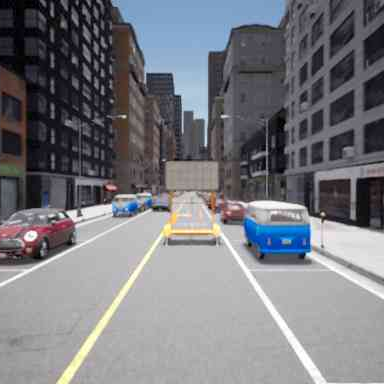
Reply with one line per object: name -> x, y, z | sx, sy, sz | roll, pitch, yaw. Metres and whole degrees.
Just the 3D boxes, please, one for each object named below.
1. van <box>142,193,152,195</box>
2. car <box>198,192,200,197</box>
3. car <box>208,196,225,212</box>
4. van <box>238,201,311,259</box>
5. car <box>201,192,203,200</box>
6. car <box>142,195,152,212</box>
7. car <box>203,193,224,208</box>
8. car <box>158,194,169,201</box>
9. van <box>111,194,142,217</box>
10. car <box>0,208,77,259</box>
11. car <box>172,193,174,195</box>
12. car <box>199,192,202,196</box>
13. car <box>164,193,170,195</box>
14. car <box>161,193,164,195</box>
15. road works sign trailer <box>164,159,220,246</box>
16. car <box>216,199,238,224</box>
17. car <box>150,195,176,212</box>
van -> -5.665, 1.055, 39.390 | 1.690, 1.788, 3.998 | 0, 0, 0
car -> 2.864, 1.052, 72.398 | 1.947, 1.339, 4.313 | 0, 0, 0
car -> 2.860, 1.335, 33.889 | 1.802, 1.307, 4.206 | 0, 0, 0
van -> 2.857, 1.253, 11.883 | 1.690, 1.788, 3.998 | 0, 0, 0
car -> 2.861, 1.076, 50.392 | 1.967, 1.590, 4.097 | 0, 0, 0
car -> -5.666, 1.304, 33.890 | 2.008, 1.369, 4.403 | 0, 0, 0
car -> 2.860, 1.029, 39.389 | 2.192, 1.841, 5.009 | 0, 0, 0
car -> -5.663, 1.105, 66.898 | 1.802, 1.307, 4.206 | 0, 0, 0
van -> -5.667, 1.133, 28.389 | 1.690, 1.788, 3.998 | 0, 0, 0
car -> -5.668, 1.353, 11.885 | 1.967, 1.590, 4.097 | 0, 0, 0
car -> -5.662, 0.926, 72.398 | 1.967, 1.590, 4.097 | 0, 0, 0
car -> 2.862, 1.111, 61.396 | 2.008, 1.369, 4.403 | 0, 0, 0
car -> -5.663, 1.126, 61.397 | 1.947, 1.339, 4.313 | 0, 0, 0
car -> -5.664, 1.218, 50.395 | 1.802, 1.307, 4.206 | 0, 0, 0
road works sign trailer -> 0.002, 0.357, 14.555 | 2.380, 3.560, 2.880 | 0, 0, 0
car -> 2.859, 1.414, 22.887 | 1.802, 1.307, 4.206 | 0, 0, 0
car -> -3.093, 1.293, 34.846 | 2.033, 1.411, 5.357 | 0, 0, 0
